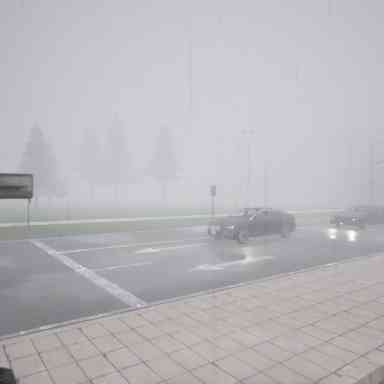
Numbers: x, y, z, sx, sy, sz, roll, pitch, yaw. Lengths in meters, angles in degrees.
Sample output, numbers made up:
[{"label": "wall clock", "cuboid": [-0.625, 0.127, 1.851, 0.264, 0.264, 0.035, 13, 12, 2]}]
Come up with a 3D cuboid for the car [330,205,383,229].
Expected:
[{"label": "car", "cuboid": [11.327, 1.547, 21.850, 5.357, 1.411, 2.033, 0, 0, -35]}]

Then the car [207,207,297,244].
[{"label": "car", "cuboid": [2.929, 1.492, 15.901, 4.902, 1.511, 2.128, 0, 0, -35]}]
